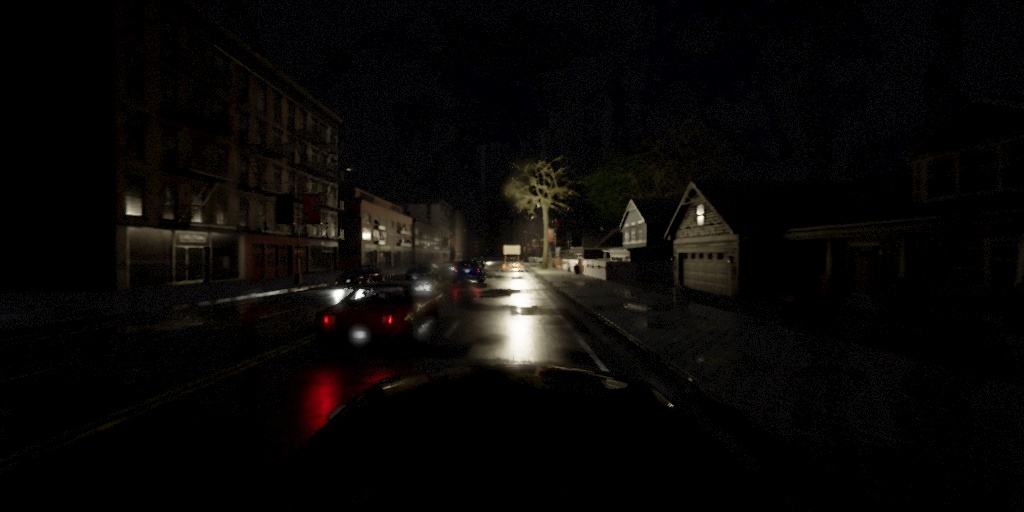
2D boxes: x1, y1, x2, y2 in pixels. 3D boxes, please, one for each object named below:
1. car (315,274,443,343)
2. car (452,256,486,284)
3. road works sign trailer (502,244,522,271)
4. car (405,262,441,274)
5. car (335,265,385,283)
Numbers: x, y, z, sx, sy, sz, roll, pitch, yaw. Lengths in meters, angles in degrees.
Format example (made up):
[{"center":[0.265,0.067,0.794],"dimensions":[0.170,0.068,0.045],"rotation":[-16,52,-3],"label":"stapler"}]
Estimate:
[{"center":[-3.151,1.349,9.660],"dimensions":[1.895,1.301,4.718],"rotation":[0,0,0],"label":"car"},{"center":[-3.157,1.097,27.342],"dimensions":[2.097,1.767,4.553],"rotation":[0,0,0],"label":"car"},{"center":[-0.012,0.206,49.017],"dimensions":[2.380,3.560,2.880],"rotation":[0,0,0],"label":"road works sign trailer"},{"center":[-6.601,1.237,26.971],"dimensions":[2.128,1.511,4.902],"rotation":[0,0,0],"label":"car"},{"center":[-9.853,1.309,23.554],"dimensions":[1.994,1.385,4.181],"rotation":[0,0,0],"label":"car"}]
